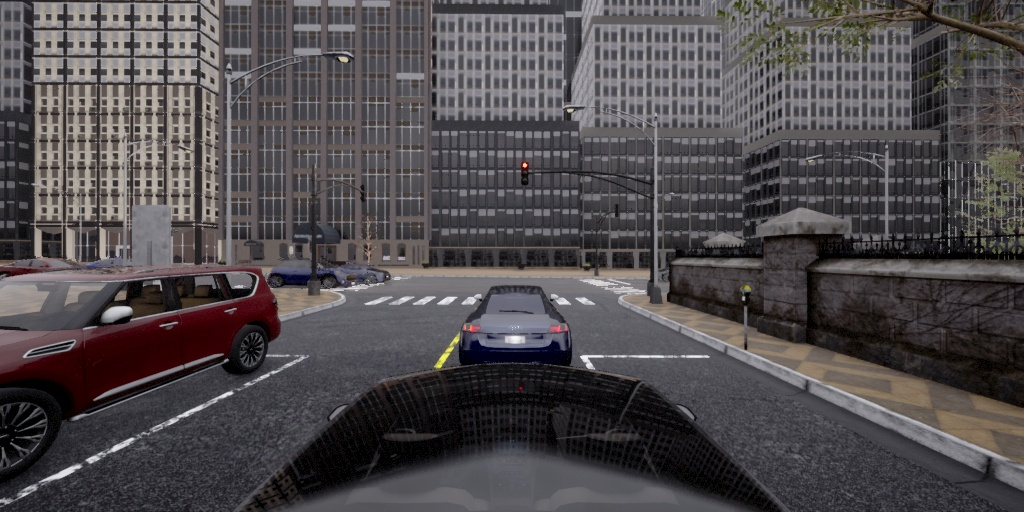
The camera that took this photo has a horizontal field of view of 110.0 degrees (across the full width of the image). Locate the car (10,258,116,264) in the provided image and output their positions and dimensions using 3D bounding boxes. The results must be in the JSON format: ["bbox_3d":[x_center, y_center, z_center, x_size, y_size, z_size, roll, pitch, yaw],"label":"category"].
[{"bbox_3d":[-26.825,0.901,20.934,5.008,1.535,1.882,1,0,-1],"label":"car"}]

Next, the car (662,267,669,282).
[{"bbox_3d":[14.510,1.510,28.119,4.181,1.385,1.994,1,0,-1],"label":"car"}]

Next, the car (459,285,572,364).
[{"bbox_3d":[0.088,1.314,7.767,1.994,1.385,4.181,0,0,1],"label":"car"}]

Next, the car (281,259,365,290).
[{"bbox_3d":[-11.391,0.966,20.789,4.553,1.767,2.097,1,0,3],"label":"car"}]

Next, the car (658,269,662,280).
[{"bbox_3d":[14.327,1.515,31.368,4.181,1.385,1.994,1,0,-1],"label":"car"}]

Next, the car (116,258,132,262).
[{"bbox_3d":[-25.915,0.920,24.209,5.008,1.535,1.882,1,0,-1],"label":"car"}]

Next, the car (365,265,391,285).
[{"bbox_3d":[-10.478,1.196,24.374,4.181,1.385,1.994,1,0,-1],"label":"car"}]

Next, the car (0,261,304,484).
[{"bbox_3d":[-5.364,1.065,4.749,2.192,1.841,5.009,0,0,0],"label":"car"}]
